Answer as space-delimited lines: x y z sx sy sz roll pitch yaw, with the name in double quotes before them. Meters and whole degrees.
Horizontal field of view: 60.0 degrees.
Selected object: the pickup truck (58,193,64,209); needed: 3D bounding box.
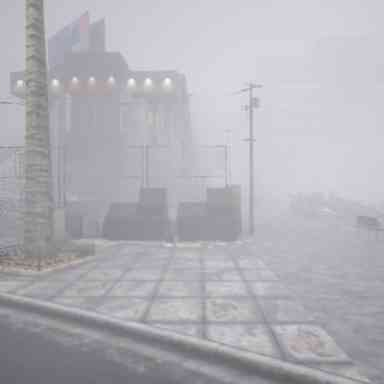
"pickup truck" -8.917 1.125 25.537 2.390 2.098 6.274 0 0 1
